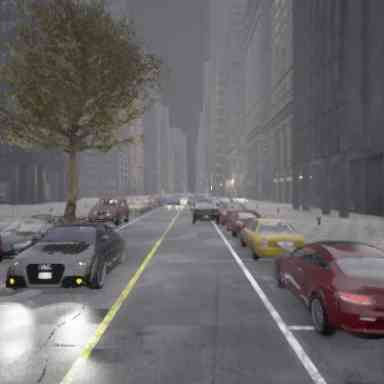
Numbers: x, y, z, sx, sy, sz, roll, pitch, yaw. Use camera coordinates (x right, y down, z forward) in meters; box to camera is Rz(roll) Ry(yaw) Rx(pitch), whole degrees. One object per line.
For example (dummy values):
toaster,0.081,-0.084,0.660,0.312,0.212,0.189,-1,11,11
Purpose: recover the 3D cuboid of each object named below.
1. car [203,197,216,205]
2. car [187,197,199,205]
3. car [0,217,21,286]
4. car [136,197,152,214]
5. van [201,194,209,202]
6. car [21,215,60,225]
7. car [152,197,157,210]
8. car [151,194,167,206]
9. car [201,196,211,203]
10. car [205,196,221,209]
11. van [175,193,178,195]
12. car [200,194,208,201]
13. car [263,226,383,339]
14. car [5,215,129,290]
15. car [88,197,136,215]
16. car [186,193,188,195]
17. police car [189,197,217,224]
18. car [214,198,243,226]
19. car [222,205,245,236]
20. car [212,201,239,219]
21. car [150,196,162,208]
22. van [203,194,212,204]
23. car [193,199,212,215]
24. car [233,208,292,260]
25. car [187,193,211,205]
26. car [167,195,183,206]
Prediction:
car,2.912,1.527,57.493,2.008,1.369,4.403,0,0,0
car,0.152,1.577,58.118,1.895,1.301,4.718,0,0,0
car,-5.745,1.311,6.409,2.192,1.841,5.009,0,0,0
car,-5.672,1.508,34.626,1.752,1.417,4.829,0,0,0
van,2.955,1.317,74.525,1.690,1.788,3.998,0,0,0
car,-5.730,1.543,12.086,2.008,1.369,4.403,0,0,0
car,-5.657,1.563,40.474,1.802,1.307,4.206,0,0,0
car,-5.628,1.293,51.828,2.192,1.841,5.009,0,0,0
car,2.941,1.520,68.848,1.887,1.381,4.507,0,0,0
car,2.882,1.418,46.137,1.967,1.590,4.097,0,0,0
van,-5.526,1.321,91.570,1.690,1.788,3.998,0,0,0
car,2.985,1.417,85.880,1.967,1.590,4.097,0,0,0
car,2.780,1.577,6.394,1.802,1.307,4.206,0,0,0
car,-3.075,1.558,8.963,1.994,1.385,4.181,0,0,0
car,-5.701,1.301,23.441,2.192,1.841,5.009,0,0,0
car,0.201,1.317,76.945,1.882,1.535,5.008,0,0,0
police car,0.965,1.411,24.597,1.930,1.638,5.238,0,0,0
car,2.824,1.425,23.427,1.967,1.590,4.097,0,0,0
car,2.809,1.570,17.749,1.802,1.307,4.206,0,0,0
car,2.839,1.549,29.105,1.947,1.339,4.313,0,0,0
car,-5.643,1.562,46.151,1.802,1.307,4.206,0,0,0
van,2.926,1.317,63.171,1.690,1.788,3.998,0,0,0
car,0.991,1.508,34.487,1.812,1.442,4.674,0,0,0
car,2.795,1.516,12.242,1.752,1.417,4.829,0,0,0
car,0.836,1.328,40.449,2.097,1.767,4.553,0,0,0
car,-2.915,1.542,53.343,1.994,1.385,4.181,0,0,1
